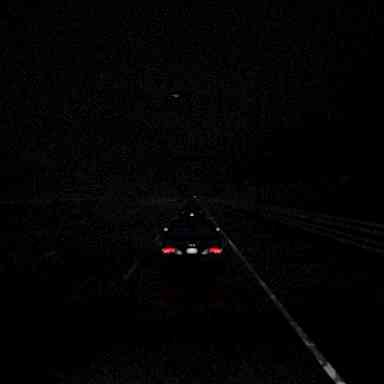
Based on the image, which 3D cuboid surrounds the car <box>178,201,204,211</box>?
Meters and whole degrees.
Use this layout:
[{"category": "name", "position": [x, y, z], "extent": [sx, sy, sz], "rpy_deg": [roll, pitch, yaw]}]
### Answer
[{"category": "car", "position": [-0.002, 1.636, 26.049], "extent": [1.994, 1.385, 4.181], "rpy_deg": [0, 0, 0]}]

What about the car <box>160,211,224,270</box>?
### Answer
[{"category": "car", "position": [-0.001, 1.579, 11.109], "extent": [2.033, 1.411, 5.357], "rpy_deg": [0, 0, 0]}]

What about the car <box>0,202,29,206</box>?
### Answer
[{"category": "car", "position": [-17.598, 1.706, 33.466], "extent": [1.895, 1.301, 4.718], "rpy_deg": [0, 0, 0]}]
